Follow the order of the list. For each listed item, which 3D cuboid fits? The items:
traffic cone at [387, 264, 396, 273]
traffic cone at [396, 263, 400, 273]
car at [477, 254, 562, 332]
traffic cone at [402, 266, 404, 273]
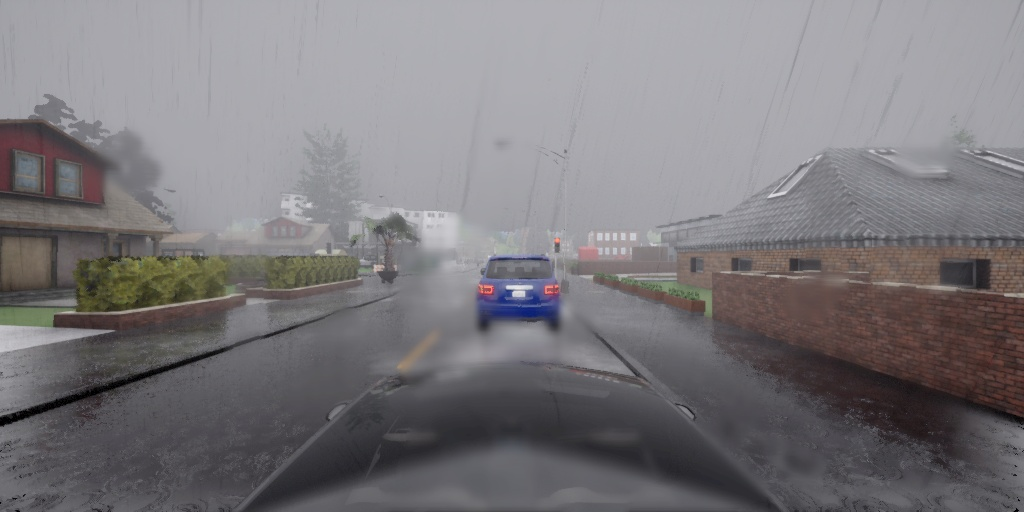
[{"bbox_3d":[-15.421,1.561,45.883,0.344,0.586,0.344,0,0,0],"label":"traffic cone"},{"bbox_3d":[-15.056,1.558,46.450,0.344,0.586,0.344,0,0,0],"label":"traffic cone"},{"bbox_3d":[0.185,0.971,11.005,2.150,2.045,5.566,0,0,0],"label":"car"},{"bbox_3d":[-14.049,1.582,47.482,0.344,0.586,0.344,0,0,0],"label":"traffic cone"}]
